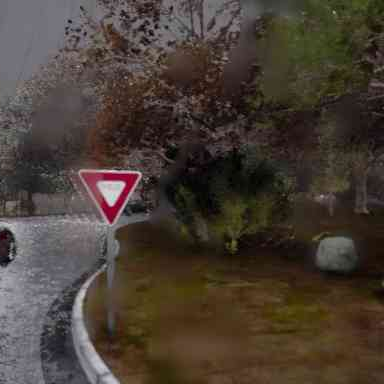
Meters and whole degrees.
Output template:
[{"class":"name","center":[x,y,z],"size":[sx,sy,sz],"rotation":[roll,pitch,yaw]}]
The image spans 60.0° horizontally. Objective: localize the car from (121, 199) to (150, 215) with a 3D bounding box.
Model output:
[{"class":"car","center":[-6.146,1.519,34.283],"size":[1.882,1.535,5.008],"rotation":[0,0,30]}]

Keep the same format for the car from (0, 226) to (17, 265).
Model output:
[{"class":"car","center":[-6.364,1.376,9.041],"size":[2.097,1.767,4.553],"rotation":[0,0,-16]}]
